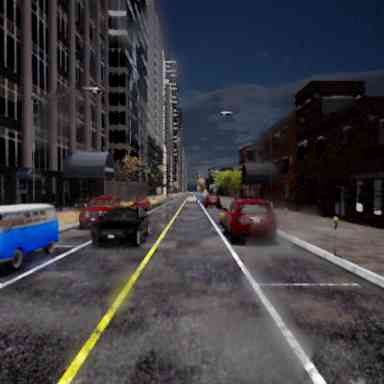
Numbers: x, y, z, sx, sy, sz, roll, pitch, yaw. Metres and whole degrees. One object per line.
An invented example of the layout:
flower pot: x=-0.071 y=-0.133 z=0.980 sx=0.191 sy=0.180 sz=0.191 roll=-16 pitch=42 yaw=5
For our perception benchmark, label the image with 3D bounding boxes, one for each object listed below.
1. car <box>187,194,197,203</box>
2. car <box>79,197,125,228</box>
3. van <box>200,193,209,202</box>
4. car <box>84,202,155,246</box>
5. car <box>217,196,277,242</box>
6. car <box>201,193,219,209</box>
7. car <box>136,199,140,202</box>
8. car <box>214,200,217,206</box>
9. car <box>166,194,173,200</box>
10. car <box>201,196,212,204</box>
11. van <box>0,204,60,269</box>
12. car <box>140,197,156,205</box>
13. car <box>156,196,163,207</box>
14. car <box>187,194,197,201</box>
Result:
car: x=0.004 y=1.351 z=61.656 sx=1.812 sy=1.442 sz=4.674 roll=0 pitch=0 yaw=0
car: x=-5.703 y=1.253 z=21.673 sx=2.192 sy=1.841 sz=5.009 roll=-1 pitch=0 yaw=0
van: x=2.679 y=1.139 z=71.473 sx=1.690 sy=1.788 sz=3.998 roll=-1 pitch=0 yaw=0
car: x=-3.065 y=1.434 z=15.176 sx=1.882 sy=1.535 sz=5.008 roll=0 pitch=0 yaw=0
car: x=2.676 y=1.270 z=16.129 sx=2.192 sy=1.841 sz=5.009 roll=-1 pitch=0 yaw=0
car: x=2.678 y=1.191 z=43.802 sx=2.192 sy=1.841 sz=5.009 roll=-1 pitch=0 yaw=0
car: x=-5.700 y=1.448 z=27.039 sx=1.752 sy=1.417 sz=4.829 roll=-1 pitch=0 yaw=0
car: x=2.680 y=1.464 z=21.834 sx=1.752 sy=1.417 sz=4.829 roll=-1 pitch=0 yaw=0
car: x=-5.699 y=1.206 z=82.557 sx=1.967 sy=1.590 sz=4.097 roll=-1 pitch=0 yaw=0
car: x=2.683 y=1.411 z=60.405 sx=1.802 sy=1.307 sz=4.206 roll=-1 pitch=0 yaw=0
van: x=-5.704 y=1.311 z=10.604 sx=1.690 sy=1.788 sz=3.998 roll=-1 pitch=0 yaw=0
car: x=-5.699 y=1.436 z=38.279 sx=1.887 sy=1.381 sz=4.507 roll=-1 pitch=0 yaw=0
car: x=-5.699 y=1.386 z=49.178 sx=1.752 sy=1.417 sz=4.829 roll=-1 pitch=0 yaw=0
car: x=0.004 y=1.150 z=71.940 sx=2.128 sy=1.511 sz=4.902 roll=0 pitch=0 yaw=0
